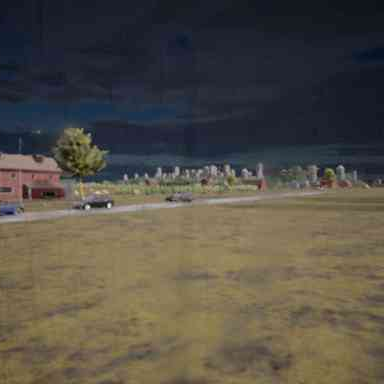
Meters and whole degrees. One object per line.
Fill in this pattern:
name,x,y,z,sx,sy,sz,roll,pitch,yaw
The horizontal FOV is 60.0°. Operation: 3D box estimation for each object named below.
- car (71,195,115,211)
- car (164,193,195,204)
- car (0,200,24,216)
car,-10.606,1.136,35.888,1.837,1.490,4.892,1,2,36
car,-1.693,0.866,48.204,2.033,1.411,5.357,1,2,36
car,-16.401,1.395,27.870,1.994,1.385,4.181,1,2,34
